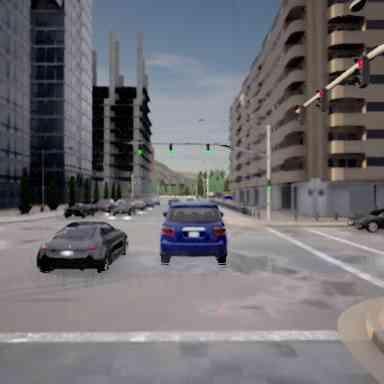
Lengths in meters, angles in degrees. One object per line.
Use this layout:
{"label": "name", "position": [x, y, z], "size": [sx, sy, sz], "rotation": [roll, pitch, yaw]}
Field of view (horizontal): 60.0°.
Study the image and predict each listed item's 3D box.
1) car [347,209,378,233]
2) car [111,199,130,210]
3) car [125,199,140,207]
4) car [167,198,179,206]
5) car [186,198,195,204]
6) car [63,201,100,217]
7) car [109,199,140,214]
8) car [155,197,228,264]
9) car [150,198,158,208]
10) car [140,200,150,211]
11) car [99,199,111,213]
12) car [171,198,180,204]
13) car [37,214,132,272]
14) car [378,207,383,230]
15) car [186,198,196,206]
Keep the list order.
{"label": "car", "position": [12.228, 1.695, 20.679], "size": [4.892, 1.490, 1.837], "rotation": [0, 0, -1]}
{"label": "car", "position": [-10.741, 1.863, 50.413], "size": [1.812, 1.442, 4.674], "rotation": [0, 0, 0]}
{"label": "car", "position": [-10.719, 1.966, 60.216], "size": [1.994, 1.385, 4.181], "rotation": [0, 0, 0]}
{"label": "car", "position": [-3.740, 1.932, 66.117], "size": [2.128, 1.511, 4.902], "rotation": [0, 0, 0]}
{"label": "car", "position": [-0.278, 2.042, 76.307], "size": [2.033, 1.411, 5.357], "rotation": [0, 0, 0]}
{"label": "car", "position": [-10.710, 1.817, 32.152], "size": [1.895, 1.301, 4.718], "rotation": [0, 0, 0]}
{"label": "car", "position": [-7.218, 1.746, 35.965], "size": [1.837, 1.490, 4.892], "rotation": [0, 0, 0]}
{"label": "car", "position": [0.056, 1.343, 12.460], "size": [2.150, 2.045, 5.566], "rotation": [0, 0, 0]}
{"label": "car", "position": [-7.224, 1.931, 55.033], "size": [1.994, 1.385, 4.181], "rotation": [0, 0, 0]}
{"label": "car", "position": [-7.241, 1.827, 44.990], "size": [1.812, 1.442, 4.674], "rotation": [0, 0, 0]}
{"label": "car", "position": [-10.738, 1.628, 41.049], "size": [2.097, 1.767, 4.553], "rotation": [0, 0, 0]}
{"label": "car", "position": [-3.778, 2.055, 76.293], "size": [1.994, 1.385, 4.181], "rotation": [0, 0, 0]}
{"label": "car", "position": [-3.447, 1.674, 11.195], "size": [1.994, 1.385, 4.181], "rotation": [0, 0, 0]}
{"label": "car", "position": [12.625, 1.520, 17.184], "size": [4.553, 1.767, 2.097], "rotation": [0, 0, 0]}
{"label": "car", "position": [-0.241, 2.004, 66.246], "size": [1.994, 1.385, 4.181], "rotation": [0, 0, 0]}
